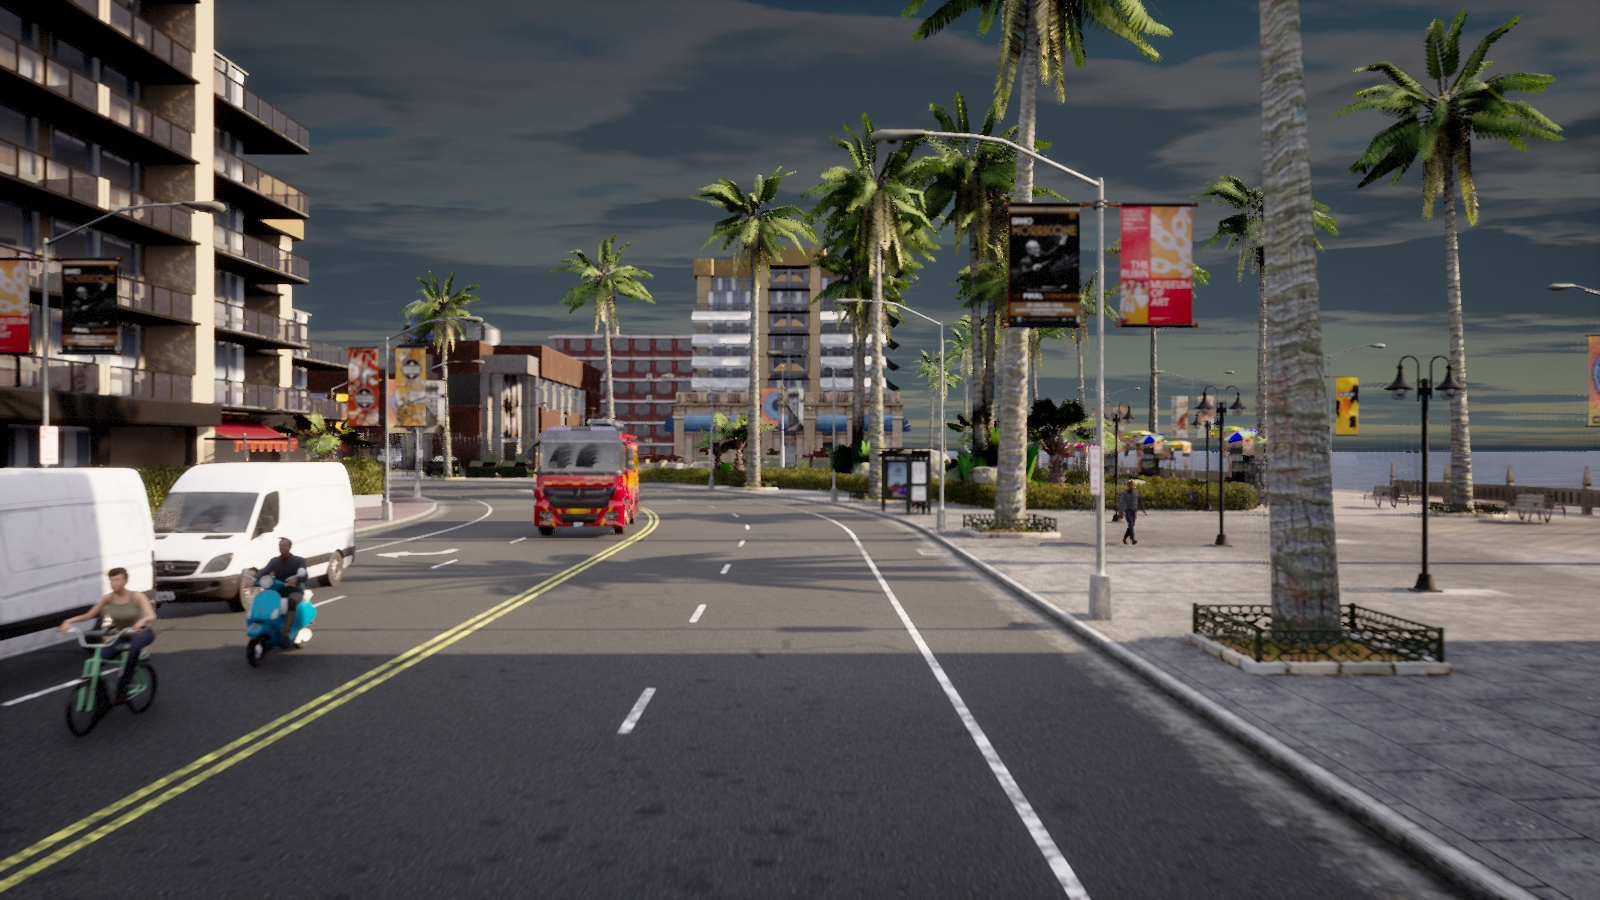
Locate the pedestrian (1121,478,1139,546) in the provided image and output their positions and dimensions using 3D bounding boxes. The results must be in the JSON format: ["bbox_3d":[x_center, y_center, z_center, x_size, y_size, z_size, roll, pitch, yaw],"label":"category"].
[{"bbox_3d":[9.094,1.696,31.496,0.375,1.860,0.375,0,0,-7],"label":"pedestrian"}]

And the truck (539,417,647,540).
[{"bbox_3d":[-7.027,0.890,39.924,2.891,3.827,8.468,0,0,-5],"label":"truck"}]

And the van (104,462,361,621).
[{"bbox_3d":[-10.500,1.534,21.816,1.988,2.561,5.915,0,0,0],"label":"van"}]

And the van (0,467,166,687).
[{"bbox_3d":[-10.494,1.534,14.157,1.988,2.561,5.915,0,0,0],"label":"van"}]

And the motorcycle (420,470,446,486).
[{"bbox_3d":[-28.384,2.182,88.372,1.805,1.236,0.856,0,0,-1],"label":"motorcycle"}]
